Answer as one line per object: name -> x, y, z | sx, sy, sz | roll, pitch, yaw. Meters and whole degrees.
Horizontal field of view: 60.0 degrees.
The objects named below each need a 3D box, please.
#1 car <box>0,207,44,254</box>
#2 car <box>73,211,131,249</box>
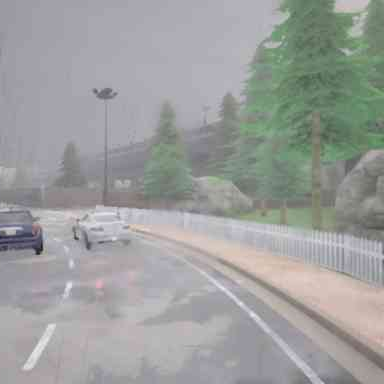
car -> -7.237, 1.429, 13.397 | 2.097, 1.767, 4.553 | 0, 0, -27
car -> -4.101, 1.582, 14.935 | 1.812, 1.442, 4.674 | 0, 0, -28
